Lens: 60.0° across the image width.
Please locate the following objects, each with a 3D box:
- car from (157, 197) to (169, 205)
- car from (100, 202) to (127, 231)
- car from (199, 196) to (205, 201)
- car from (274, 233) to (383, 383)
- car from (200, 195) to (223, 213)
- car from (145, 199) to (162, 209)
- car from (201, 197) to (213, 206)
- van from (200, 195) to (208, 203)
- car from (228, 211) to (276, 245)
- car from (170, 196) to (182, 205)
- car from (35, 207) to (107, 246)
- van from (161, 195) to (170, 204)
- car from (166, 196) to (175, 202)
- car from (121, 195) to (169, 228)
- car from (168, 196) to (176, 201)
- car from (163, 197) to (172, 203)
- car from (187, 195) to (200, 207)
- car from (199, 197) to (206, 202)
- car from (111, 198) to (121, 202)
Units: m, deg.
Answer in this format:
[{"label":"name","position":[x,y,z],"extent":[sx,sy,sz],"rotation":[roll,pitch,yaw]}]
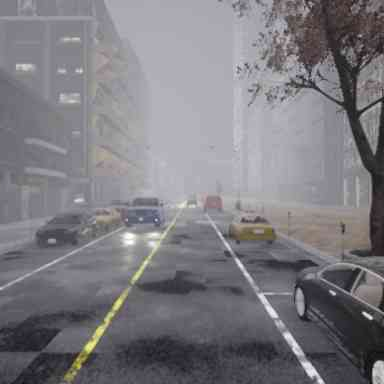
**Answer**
[{"label":"car","position":[-5.632,1.776,65.782],"extent":[2.008,1.369,4.403],"rotation":[1,0,0]},{"label":"car","position":[-5.663,1.595,21.055],"extent":[1.752,1.417,4.829],"rotation":[1,0,0]},{"label":"car","position":[2.769,1.852,93.793],"extent":[1.752,1.417,4.829],"rotation":[1,0,0]},{"label":"car","position":[2.705,1.566,4.509],"extent":[2.008,1.369,4.403],"rotation":[1,0,0]},{"label":"car","position":[2.422,1.361,39.643],"extent":[2.150,2.045,5.566],"rotation":[0,0,0]},{"label":"car","position":[-5.643,1.710,49.073],"extent":[1.887,1.381,4.507],"rotation":[1,0,0]},{"label":"car","position":[2.747,1.645,60.206],"extent":[1.967,1.590,4.097],"rotation":[1,0,0]},{"label":"van","position":[2.760,1.606,76.916],"extent":[1.690,1.788,3.998],"rotation":[1,0,0]},{"label":"car","position":[2.714,1.577,15.819],"extent":[1.752,1.417,4.829],"rotation":[1,0,0]},{"label":"car","position":[-2.967,1.743,64.132],"extent":[1.812,1.442,4.674],"rotation":[0,0,0]},{"label":"car","position":[-5.667,1.618,15.656],"extent":[1.947,1.339,4.313],"rotation":[1,0,0]},{"label":"van","position":[-5.624,1.586,71.353],"extent":[1.690,1.788,3.998],"rotation":[1,0,0]},{"label":"car","position":[-5.615,1.857,88.060],"extent":[2.008,1.369,4.403],"rotation":[1,0,0]},{"label":"car","position":[-3.083,1.297,22.922],"extent":[2.150,2.045,5.566],"rotation":[0,0,0]},{"label":"car","position":[-5.611,1.851,93.461],"extent":[1.752,1.417,4.829],"rotation":[1,0,0]},{"label":"car","position":[-5.623,1.790,76.752],"extent":[1.752,1.417,4.829],"rotation":[1,0,0]},{"label":"car","position":[0.041,1.684,56.718],"extent":[2.128,1.511,4.902],"rotation":[0,0,0]},{"label":"car","position":[2.764,1.887,88.053],"extent":[1.802,1.307,4.206],"rotation":[1,0,0]},{"label":"car","position":[-5.655,1.404,26.796],"extent":[2.192,1.841,5.009],"rotation":[1,0,0]}]
